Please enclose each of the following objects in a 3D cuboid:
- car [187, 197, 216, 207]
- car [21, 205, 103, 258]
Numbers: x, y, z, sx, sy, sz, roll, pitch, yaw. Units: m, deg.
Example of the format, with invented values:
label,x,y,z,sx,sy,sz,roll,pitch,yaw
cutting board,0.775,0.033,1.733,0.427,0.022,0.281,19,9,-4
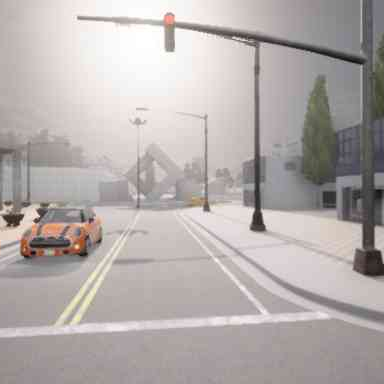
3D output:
label,x,y,z,sx,sy,sz,roll,pitch,yaw
car,1.493,1.445,50.100,1.882,1.535,5.008,-2,-1,44
car,-4.819,1.362,12.893,2.097,1.767,4.553,0,0,-6
